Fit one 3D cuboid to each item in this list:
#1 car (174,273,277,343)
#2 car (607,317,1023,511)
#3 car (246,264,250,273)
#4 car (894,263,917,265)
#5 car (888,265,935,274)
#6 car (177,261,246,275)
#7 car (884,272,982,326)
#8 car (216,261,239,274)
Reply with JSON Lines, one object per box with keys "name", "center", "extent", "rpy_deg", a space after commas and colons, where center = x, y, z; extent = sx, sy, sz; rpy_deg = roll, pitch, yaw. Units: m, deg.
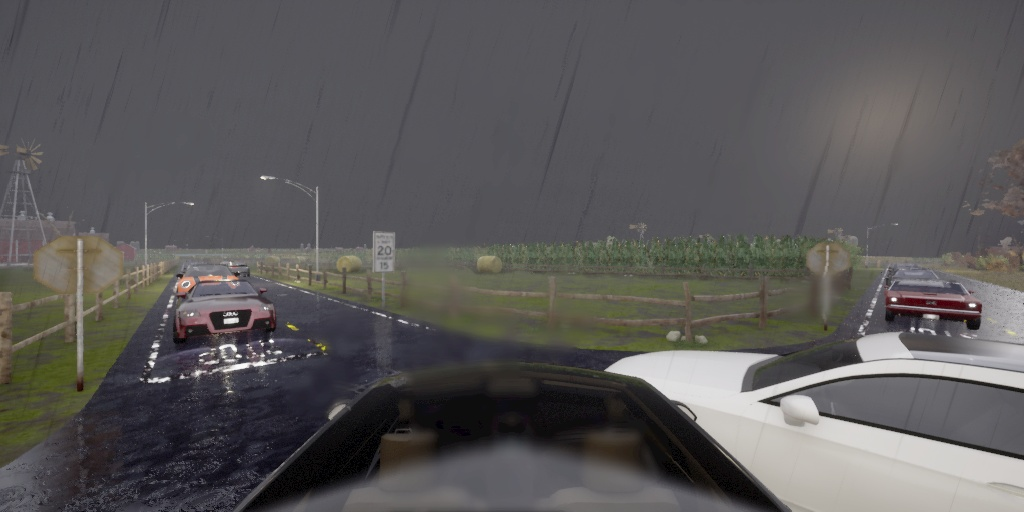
{"name": "car", "center": [-8.022, 1.358, 9.969], "extent": [1.994, 1.385, 4.181], "rpy_deg": [0, 0, -43]}
{"name": "car", "center": [2.822, 1.293, 2.475], "extent": [1.812, 1.442, 4.674], "rpy_deg": [0, 1, -44]}
{"name": "car", "center": [-27.284, 1.296, 35.517], "extent": [2.128, 1.511, 4.902], "rpy_deg": [0, 0, -42]}
{"name": "car", "center": [27.144, 1.399, 24.565], "extent": [4.181, 1.385, 1.994], "rpy_deg": [0, 1, -43]}
{"name": "car", "center": [20.443, 1.361, 18.252], "extent": [5.357, 1.411, 2.033], "rpy_deg": [0, 1, -43]}
{"name": "car", "center": [-13.854, 1.146, 16.403], "extent": [2.097, 1.767, 4.553], "rpy_deg": [0, 0, -42]}
{"name": "car", "center": [13.423, 1.397, 11.628], "extent": [4.718, 1.301, 1.895], "rpy_deg": [0, 1, -44]}
{"name": "car", "center": [-34.069, 1.320, 42.917], "extent": [1.837, 1.490, 4.892], "rpy_deg": [0, 0, -42]}
